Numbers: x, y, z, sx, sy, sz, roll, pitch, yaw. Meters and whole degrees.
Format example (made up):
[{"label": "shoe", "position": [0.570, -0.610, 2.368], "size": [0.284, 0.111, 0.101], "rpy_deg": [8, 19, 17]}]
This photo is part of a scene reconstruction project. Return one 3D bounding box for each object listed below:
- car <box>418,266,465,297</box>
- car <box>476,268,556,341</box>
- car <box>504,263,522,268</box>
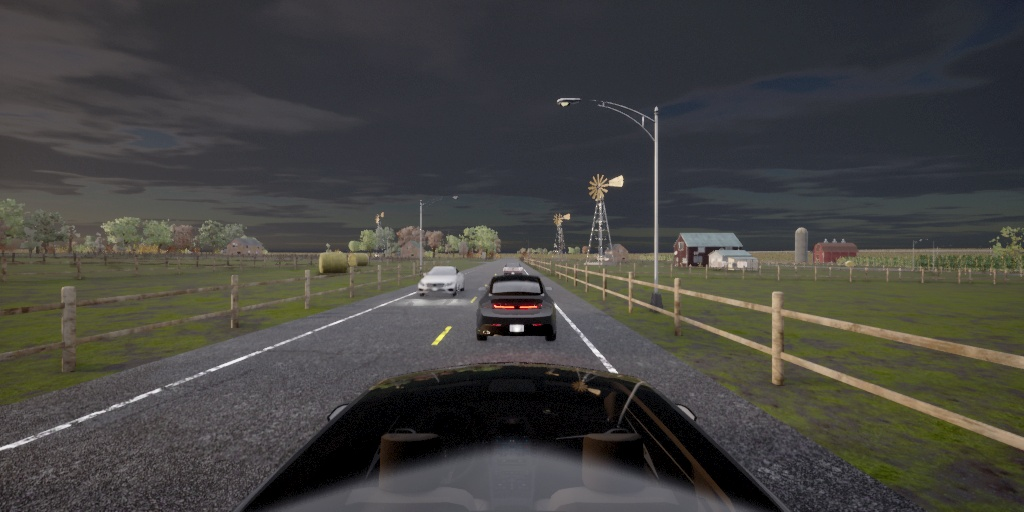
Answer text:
[{"label": "car", "position": [-3.601, 1.271, 19.050], "size": [1.812, 1.442, 4.674], "rpy_deg": [0, 0, 0]}, {"label": "car", "position": [0.099, 1.253, 9.857], "size": [1.837, 1.490, 4.892], "rpy_deg": [0, 0, 0]}, {"label": "car", "position": [0.093, 1.344, 36.228], "size": [1.895, 1.301, 4.718], "rpy_deg": [0, 0, 0]}]
